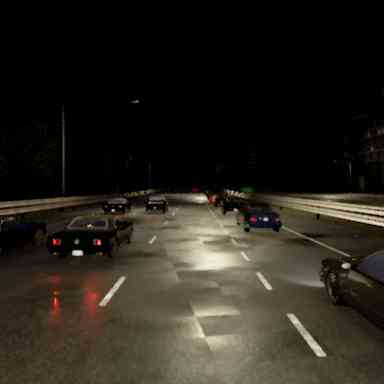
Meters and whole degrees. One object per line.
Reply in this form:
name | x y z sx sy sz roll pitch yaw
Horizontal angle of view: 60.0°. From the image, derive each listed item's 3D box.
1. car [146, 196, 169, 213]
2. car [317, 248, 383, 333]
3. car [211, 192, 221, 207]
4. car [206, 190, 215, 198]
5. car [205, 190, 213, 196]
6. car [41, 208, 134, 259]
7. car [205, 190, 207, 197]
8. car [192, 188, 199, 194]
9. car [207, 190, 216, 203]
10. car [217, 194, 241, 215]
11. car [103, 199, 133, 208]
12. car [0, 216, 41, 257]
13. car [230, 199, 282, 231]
car | -3.282 1.156 32.025 2.128 1.511 4.902 0 1 0
car | 3.605 1.506 4.767 2.033 1.411 5.357 0 1 1
car | 3.684 1.067 40.951 1.837 1.490 4.892 0 1 1
car | 4.093 0.425 74.038 1.801 1.575 5.366 0 1 1
car | 4.276 0.259 84.817 2.033 1.411 5.357 0 1 1
car | -3.381 1.489 12.086 1.895 1.301 4.718 0 1 0
car | 3.929 0.587 62.848 2.097 1.767 4.553 0 1 1
car | 0.958 -0.182 94.938 1.812 1.442 4.674 0 1 1
car | 3.794 0.786 51.888 2.097 1.767 4.553 0 1 1
car | 3.600 1.193 29.980 1.837 1.490 4.892 0 1 0
car | -6.792 1.276 30.977 1.895 1.301 4.718 0 1 0
car | -6.882 1.494 11.541 1.895 1.301 4.718 0 1 0
car | 3.643 1.363 18.894 2.033 1.411 5.357 0 1 0
